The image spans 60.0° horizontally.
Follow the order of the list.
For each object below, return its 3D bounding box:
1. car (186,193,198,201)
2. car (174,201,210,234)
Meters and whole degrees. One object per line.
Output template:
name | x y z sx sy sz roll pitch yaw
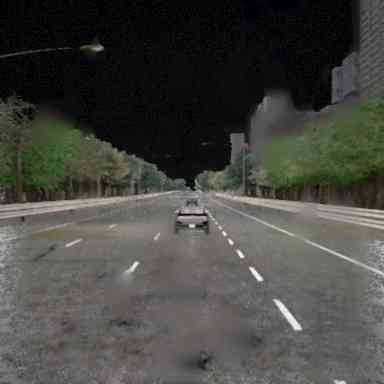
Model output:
car | 0.018 1.455 58.350 1.837 1.490 4.892 0 0 0
car | 0.004 1.493 19.211 2.128 1.511 4.902 0 0 0
